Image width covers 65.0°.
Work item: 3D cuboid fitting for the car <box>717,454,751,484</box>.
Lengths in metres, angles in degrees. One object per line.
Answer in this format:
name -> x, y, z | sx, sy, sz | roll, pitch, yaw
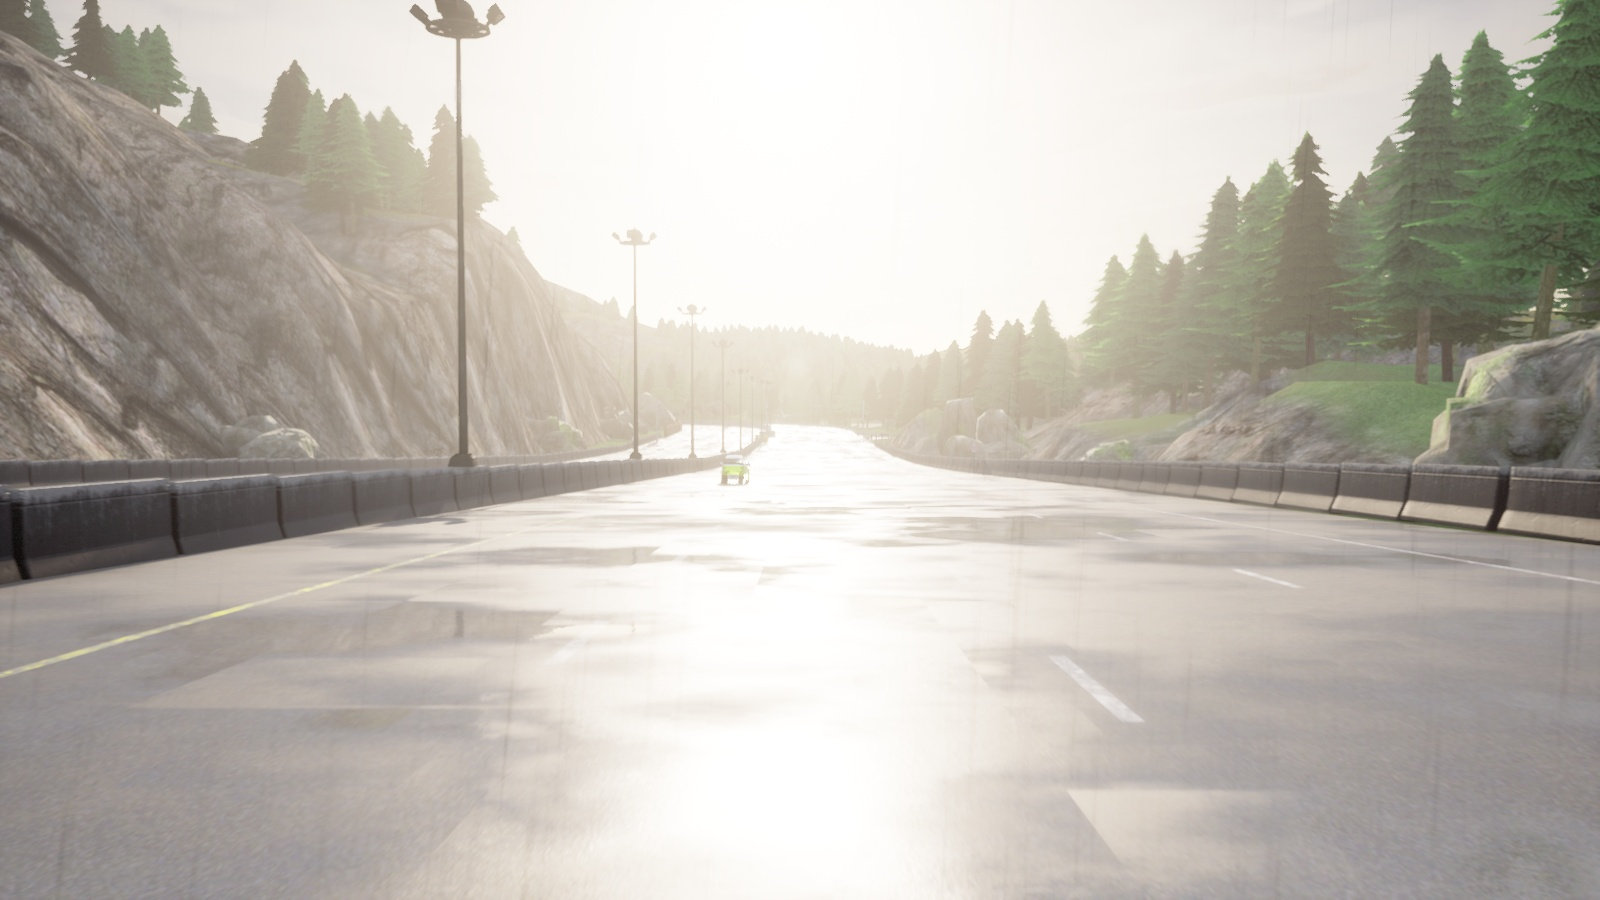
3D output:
car -> -3.139, 0.907, 60.225 | 1.481, 1.376, 2.207 | 0, 0, 0
